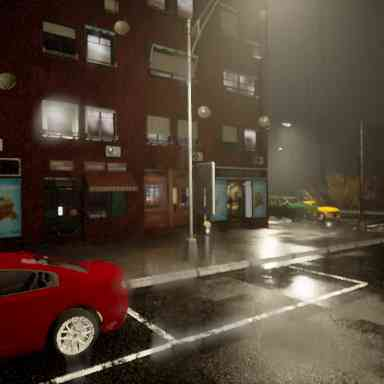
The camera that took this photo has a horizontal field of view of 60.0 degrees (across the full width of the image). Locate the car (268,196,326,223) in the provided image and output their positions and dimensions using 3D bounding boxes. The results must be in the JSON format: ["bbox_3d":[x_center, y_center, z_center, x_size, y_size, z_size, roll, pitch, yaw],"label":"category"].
[{"bbox_3d":[7.816,1.379,27.611,2.150,2.045,5.566,-1,0,-34],"label":"car"}]

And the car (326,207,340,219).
[{"bbox_3d":[10.503,1.593,29.419,1.882,1.535,5.008,-1,0,-35],"label":"car"}]

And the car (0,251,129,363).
[{"bbox_3d":[-3.087,1.545,4.372,4.507,1.381,1.887,0,-1,-35],"label":"car"}]
